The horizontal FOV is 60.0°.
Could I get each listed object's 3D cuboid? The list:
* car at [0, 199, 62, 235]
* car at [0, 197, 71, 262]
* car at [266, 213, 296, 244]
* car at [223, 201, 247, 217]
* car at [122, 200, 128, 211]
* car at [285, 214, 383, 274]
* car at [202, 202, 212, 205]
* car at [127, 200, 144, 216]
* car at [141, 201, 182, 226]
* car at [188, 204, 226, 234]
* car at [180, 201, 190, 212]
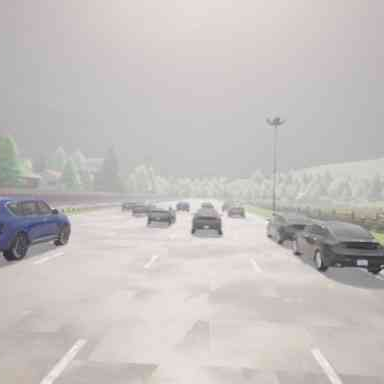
[{"bbox_3d":[-9.639,1.316,19.330,2.097,1.767,4.553,2,-1,3],"label":"car"},{"bbox_3d":[-6.459,1.189,12.208,2.150,2.045,5.566,2,-1,3],"label":"car"},{"bbox_3d":[5.249,1.898,17.893,1.837,1.490,4.892,2,-1,3],"label":"car"},{"bbox_3d":[5.206,2.166,39.567,2.128,1.511,4.902,2,-1,3],"label":"car"},{"bbox_3d":[-8.405,1.844,46.321,2.128,1.511,4.902,2,-1,3],"label":"car"},{"bbox_3d":[4.975,1.811,11.900,1.837,1.490,4.892,2,-1,3],"label":"car"},{"bbox_3d":[2.086,2.169,46.005,1.837,1.490,4.892,2,-1,3],"label":"car"},{"bbox_3d":[-5.331,1.816,37.021,2.128,1.511,4.902,2,-1,3],"label":"car"},{"bbox_3d":[-2.315,1.767,26.370,2.128,1.511,4.902,2,-1,3],"label":"car"},{"bbox_3d":[0.971,1.818,21.686,1.837,1.490,4.892,2,-1,3],"label":"car"},{"bbox_3d":[-1.277,2.080,48.999,1.882,1.535,5.008,2,-1,3],"label":"car"}]
